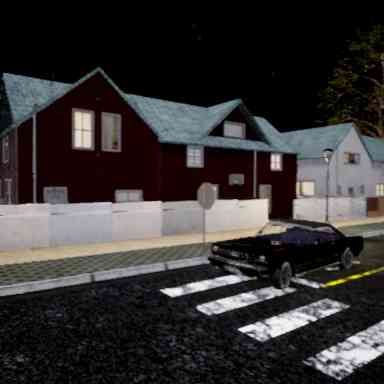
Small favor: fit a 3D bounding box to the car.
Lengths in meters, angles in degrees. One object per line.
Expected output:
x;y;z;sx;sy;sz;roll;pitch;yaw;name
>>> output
2.659;1.468;8.928;4.718;1.301;1.895;0;2;-39;car
